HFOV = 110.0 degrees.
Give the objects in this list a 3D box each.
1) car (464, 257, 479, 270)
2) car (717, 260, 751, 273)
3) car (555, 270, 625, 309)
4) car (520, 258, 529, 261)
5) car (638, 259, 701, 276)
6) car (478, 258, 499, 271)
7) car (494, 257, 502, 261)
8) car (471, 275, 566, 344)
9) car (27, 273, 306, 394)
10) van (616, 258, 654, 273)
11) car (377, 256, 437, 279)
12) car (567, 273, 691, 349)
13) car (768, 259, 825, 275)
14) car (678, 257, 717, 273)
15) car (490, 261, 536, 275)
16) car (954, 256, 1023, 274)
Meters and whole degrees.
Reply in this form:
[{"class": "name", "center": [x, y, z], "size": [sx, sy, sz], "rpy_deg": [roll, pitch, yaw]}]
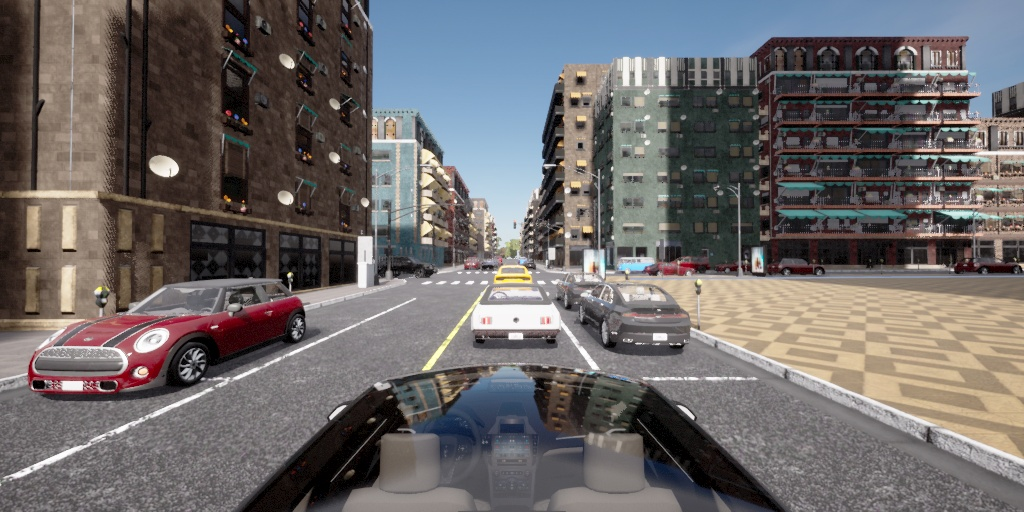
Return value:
[{"class": "car", "center": [-5.808, 1.090, 52.780], "size": [2.192, 1.841, 5.009], "rpy_deg": [0, 0, 0]}, {"class": "car", "center": [24.738, 1.170, 39.546], "size": [4.507, 1.381, 1.888], "rpy_deg": [0, 0, 0]}, {"class": "car", "center": [2.791, 1.306, 14.567], "size": [2.007, 1.370, 4.403], "rpy_deg": [0, 0, 0]}, {"class": "car", "center": [2.572, 1.341, 52.760], "size": [1.948, 1.339, 4.313], "rpy_deg": [0, 0, 0]}, {"class": "car", "center": [13.639, 1.166, 31.219], "size": [4.207, 1.307, 1.802], "rpy_deg": [0, 0, 0]}, {"class": "car", "center": [-3.230, 1.375, 50.450], "size": [1.895, 1.301, 4.718], "rpy_deg": [0, 0, 1]}, {"class": "car", "center": [-3.220, 1.327, 60.143], "size": [2.033, 1.411, 5.357], "rpy_deg": [0, 0, 0]}, {"class": "car", "center": [0.080, 1.354, 9.580], "size": [1.895, 1.301, 4.718], "rpy_deg": [0, 0, 0]}, {"class": "car", "center": [-5.831, 1.192, 6.741], "size": [1.967, 1.591, 4.097], "rpy_deg": [0, 0, 0]}, {"class": "van", "center": [13.682, 1.051, 39.599], "size": [3.998, 1.789, 1.690], "rpy_deg": [0, 0, 0]}, {"class": "car", "center": [-9.757, 1.018, 33.196], "size": [5.566, 2.045, 2.150], "rpy_deg": [-1, -1, 10]}, {"class": "car", "center": [2.804, 1.303, 8.997], "size": [2.007, 1.370, 4.403], "rpy_deg": [0, 0, 0]}, {"class": "car", "center": [24.695, 0.939, 31.166], "size": [4.097, 1.591, 1.967], "rpy_deg": [0, 0, 0]}, {"class": "car", "center": [19.210, 0.982, 39.573], "size": [5.009, 1.841, 2.192], "rpy_deg": [0, 0, 0]}, {"class": "car", "center": [0.052, 1.235, 19.033], "size": [1.882, 1.535, 5.008], "rpy_deg": [0, 0, 0]}, {"class": "car", "center": [41.276, 0.815, 31.086], "size": [4.097, 1.591, 1.967], "rpy_deg": [0, 0, 0]}]
